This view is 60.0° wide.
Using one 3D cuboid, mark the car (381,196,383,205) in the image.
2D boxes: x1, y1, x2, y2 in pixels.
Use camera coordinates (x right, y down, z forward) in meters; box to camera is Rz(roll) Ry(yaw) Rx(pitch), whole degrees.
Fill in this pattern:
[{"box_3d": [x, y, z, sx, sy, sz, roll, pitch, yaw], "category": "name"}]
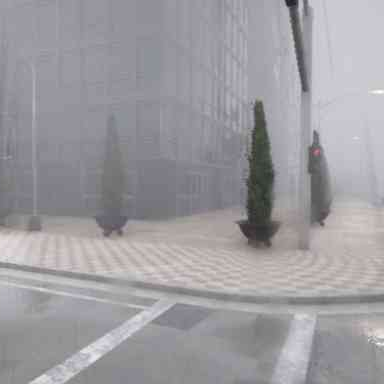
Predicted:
[{"box_3d": [22.923, 0.910, 38.107, 1.895, 1.301, 4.718, 1, 1, 24], "category": "car"}]
